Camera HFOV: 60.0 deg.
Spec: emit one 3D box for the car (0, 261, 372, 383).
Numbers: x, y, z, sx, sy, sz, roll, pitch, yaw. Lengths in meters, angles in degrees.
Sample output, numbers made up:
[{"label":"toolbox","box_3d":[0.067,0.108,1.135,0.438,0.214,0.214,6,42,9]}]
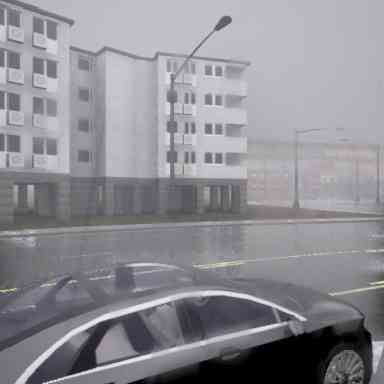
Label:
[{"label":"car","box_3d":[-0.202,1.492,3.306,4.902,1.511,2.128,0,0,-32]}]
